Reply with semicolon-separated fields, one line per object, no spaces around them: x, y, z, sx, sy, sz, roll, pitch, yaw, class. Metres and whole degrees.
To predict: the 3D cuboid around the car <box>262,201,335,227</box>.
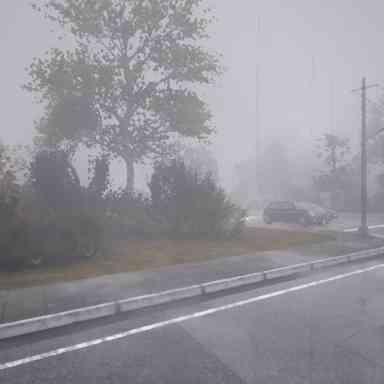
7.282;1.426;23.617;2.097;1.767;4.553;0;-1;-38;car

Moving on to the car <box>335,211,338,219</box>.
9.182;1.594;26.862;1.837;1.490;4.892;0;-1;-42;car

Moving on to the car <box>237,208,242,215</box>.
3.472;1.781;33.691;1.994;1.385;4.181;0;-1;-42;car
